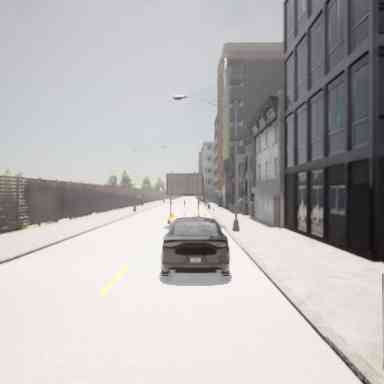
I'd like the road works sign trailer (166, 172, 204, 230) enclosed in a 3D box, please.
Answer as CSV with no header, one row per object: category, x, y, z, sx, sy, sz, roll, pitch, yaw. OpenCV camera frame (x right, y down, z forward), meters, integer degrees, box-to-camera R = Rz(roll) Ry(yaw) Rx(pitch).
road works sign trailer,-0.490,0.574,20.971,2.380,3.560,2.880,0,0,-16

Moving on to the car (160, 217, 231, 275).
car,0.094,1.534,10.688,1.882,1.535,5.008,0,0,0
